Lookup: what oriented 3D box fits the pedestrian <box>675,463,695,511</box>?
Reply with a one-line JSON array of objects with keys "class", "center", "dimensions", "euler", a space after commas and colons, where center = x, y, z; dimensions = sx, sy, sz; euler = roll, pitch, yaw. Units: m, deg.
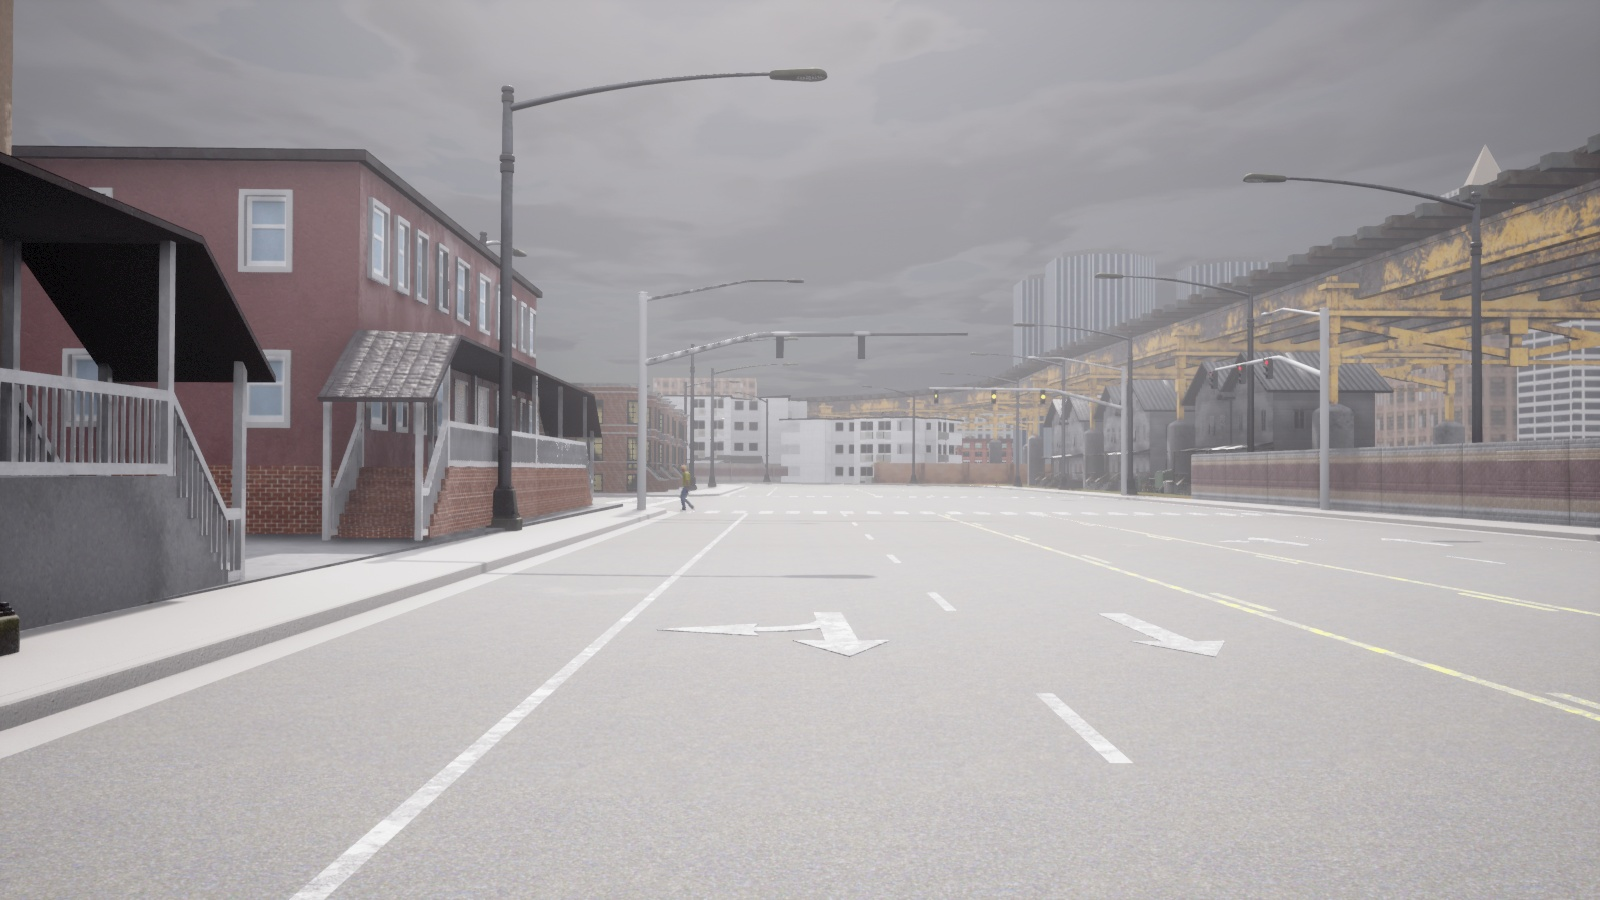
[{"class": "pedestrian", "center": [-4.411, 1.424, 48.154], "dimensions": [0.706, 1.836, 0.354], "euler": [0, -1, 8]}]
